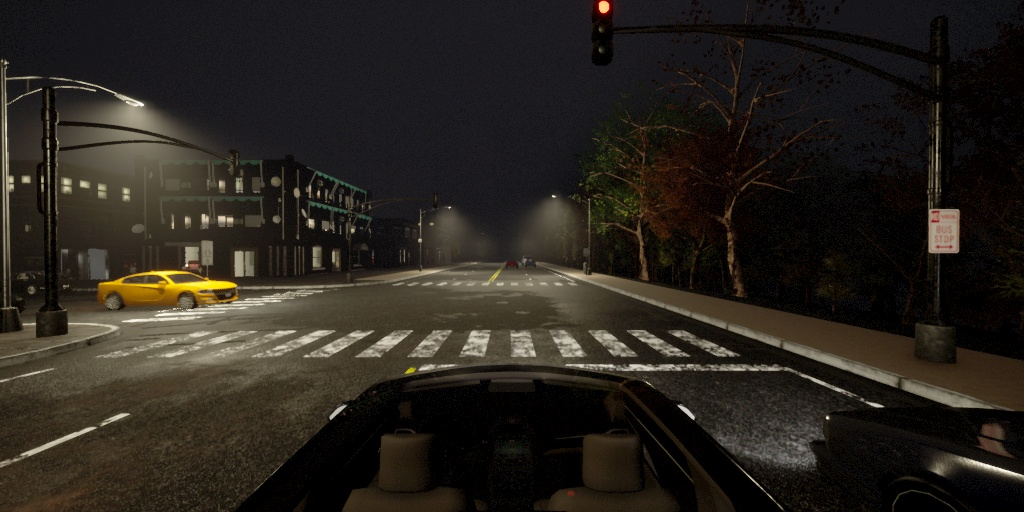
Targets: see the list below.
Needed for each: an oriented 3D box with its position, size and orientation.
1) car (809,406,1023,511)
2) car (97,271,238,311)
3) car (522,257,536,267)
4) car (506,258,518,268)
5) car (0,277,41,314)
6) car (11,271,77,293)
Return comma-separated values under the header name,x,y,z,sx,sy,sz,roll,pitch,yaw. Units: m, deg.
name,x,y,z,sx,sy,sz,roll,pitch,yaw
car,3.353,1.298,0.412,2.033,1.411,5.357,0,0,0
car,-14.252,1.379,14.985,5.008,1.535,1.882,-1,1,3
car,3.229,1.274,63.193,2.033,1.411,5.357,0,0,0
car,-0.016,1.206,59.418,1.882,1.535,5.008,0,0,0
car,-19.969,1.565,12.526,4.313,1.339,1.948,0,0,0
car,-28.319,1.560,21.021,4.403,1.370,2.007,0,0,0
